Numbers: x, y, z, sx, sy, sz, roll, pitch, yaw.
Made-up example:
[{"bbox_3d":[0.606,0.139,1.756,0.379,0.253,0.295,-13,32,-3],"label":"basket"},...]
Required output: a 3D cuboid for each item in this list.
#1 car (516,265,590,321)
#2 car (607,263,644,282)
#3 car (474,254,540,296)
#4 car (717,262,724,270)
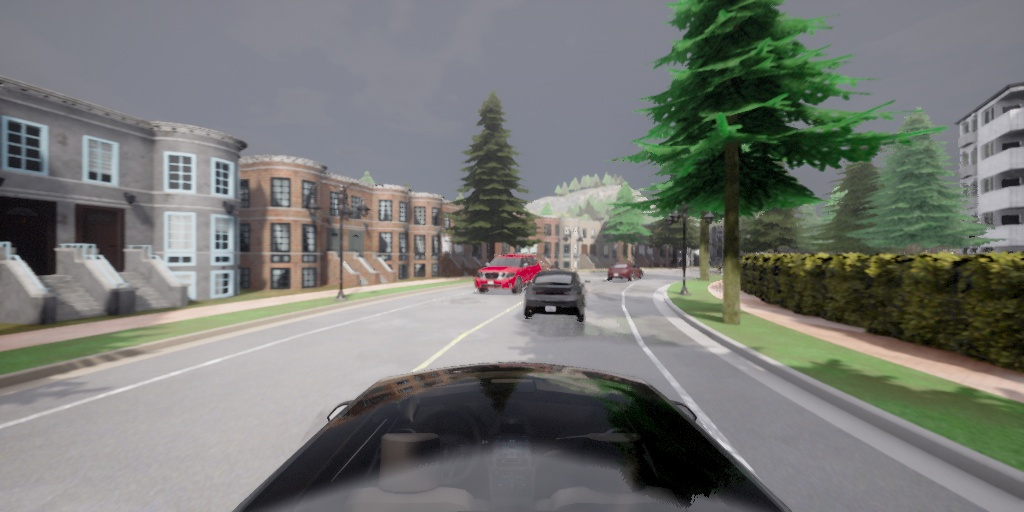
[{"bbox_3d":[1.630,1.235,12.489,1.837,1.490,4.892,0,0,13],"label":"car"},{"bbox_3d":[9.120,1.242,28.759,1.812,1.442,4.674,0,0,35],"label":"car"},{"bbox_3d":[-0.005,0.928,19.711,2.150,2.045,5.566,0,0,22],"label":"car"},{"bbox_3d":[30.400,1.245,49.030,4.892,1.490,1.837,0,0,-19],"label":"car"}]
